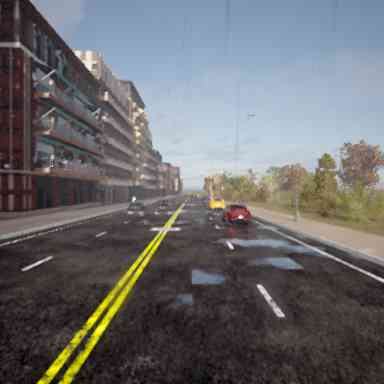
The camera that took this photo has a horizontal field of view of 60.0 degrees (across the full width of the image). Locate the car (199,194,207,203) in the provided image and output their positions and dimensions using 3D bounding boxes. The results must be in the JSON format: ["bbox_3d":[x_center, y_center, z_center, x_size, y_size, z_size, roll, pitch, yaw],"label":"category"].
[{"bbox_3d":[3.231,1.636,75.308,1.837,1.490,4.892,0,0,0],"label":"car"}]

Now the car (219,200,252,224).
[{"bbox_3d":[3.346,1.562,25.200,1.812,1.442,4.674,0,0,0],"label":"car"}]

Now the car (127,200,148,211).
[{"bbox_3d":[-6.583,1.627,40.810,1.994,1.385,4.181,0,0,0],"label":"car"}]

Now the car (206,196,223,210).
[{"bbox_3d":[3.338,1.549,44.801,1.882,1.535,5.008,0,0,0],"label":"car"}]

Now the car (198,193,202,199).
[{"bbox_3d":[3.228,1.721,86.308,1.994,1.385,4.181,0,0,0],"label":"car"}]

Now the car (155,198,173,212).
[{"bbox_3d":[-3.337,1.565,39.876,1.837,1.490,4.892,0,0,0],"label":"car"}]
